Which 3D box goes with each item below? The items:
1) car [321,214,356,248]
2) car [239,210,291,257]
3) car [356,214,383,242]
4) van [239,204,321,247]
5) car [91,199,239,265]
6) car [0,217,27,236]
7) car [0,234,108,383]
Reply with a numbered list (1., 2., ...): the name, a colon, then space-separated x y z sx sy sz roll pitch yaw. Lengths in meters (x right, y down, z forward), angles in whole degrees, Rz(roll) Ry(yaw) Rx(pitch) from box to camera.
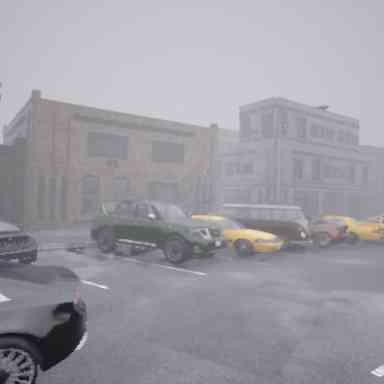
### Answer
1. car: 5.722 1.966 17.653 4.792 1.488 2.163 1 -2 35
2. car: 1.115 1.694 14.147 5.366 1.575 1.946 1 -2 35
3. car: 7.991 2.052 19.437 5.366 1.575 1.946 1 -1 35
4. van: 3.462 1.592 15.889 4.442 1.987 1.878 1 -2 35
5. car: -1.400 1.325 12.545 5.566 2.045 2.435 1 -2 35
6. car: -6.204 1.386 9.147 4.892 1.521 2.231 0 0 35
7. car: -3.563 1.442 3.278 4.902 1.511 2.128 2 0 -35
